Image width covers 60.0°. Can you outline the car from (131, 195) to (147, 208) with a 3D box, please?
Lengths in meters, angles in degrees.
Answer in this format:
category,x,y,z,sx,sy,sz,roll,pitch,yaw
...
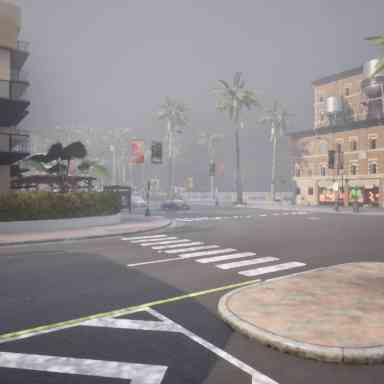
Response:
category,x,y,z,sx,sy,sz,roll,pitch,yaw
car,-8.200,1.525,48.890,1.812,1.442,4.674,0,0,-35

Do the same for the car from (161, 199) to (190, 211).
category,x,y,z,sx,sy,sz,roll,pitch,yaw
car,-2.077,1.525,40.141,1.812,1.442,4.674,0,0,-35

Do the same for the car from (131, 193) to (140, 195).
category,x,y,z,sx,sy,sz,roll,pitch,yaw
car,-12.176,1.222,66.777,2.150,2.045,5.566,0,0,-37
